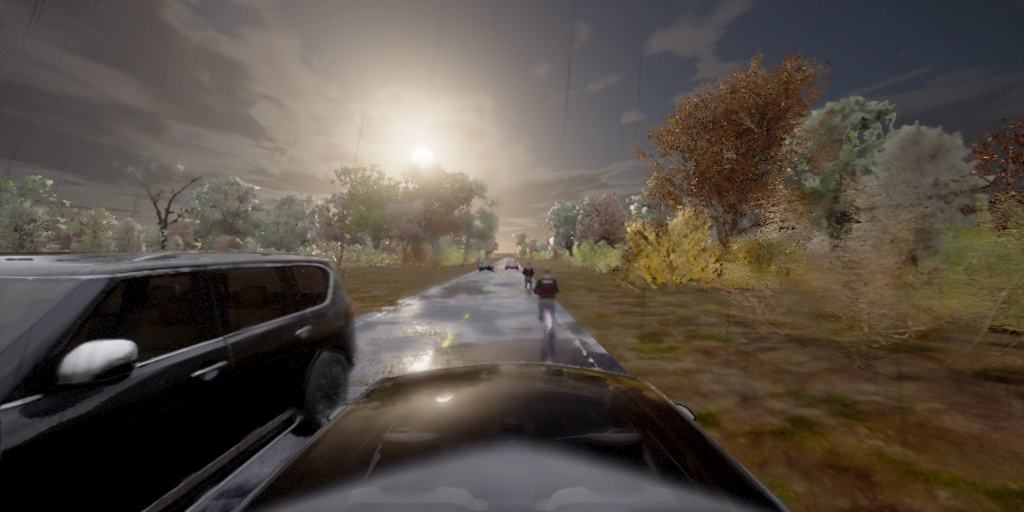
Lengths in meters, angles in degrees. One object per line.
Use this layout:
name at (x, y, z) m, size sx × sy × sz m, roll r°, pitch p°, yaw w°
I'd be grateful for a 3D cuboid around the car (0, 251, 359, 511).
car at (-3.099, 0.973, 2.551) m, size 2.150 × 2.045 × 5.566 m, roll 0°, pitch 0°, yaw 0°

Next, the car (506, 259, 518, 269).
car at (0.003, 1.376, 56.206) m, size 1.994 × 1.385 × 4.181 m, roll 0°, pitch 0°, yaw 0°

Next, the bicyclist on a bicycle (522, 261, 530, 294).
bicyclist on a bicycle at (0.800, 1.145, 17.539) m, size 0.659 × 1.776 × 1.843 m, roll 0°, pitch 0°, yaw 0°

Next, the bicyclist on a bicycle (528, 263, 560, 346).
bicyclist on a bicycle at (0.816, 1.132, 8.539) m, size 0.659 × 1.776 × 1.843 m, roll 0°, pitch 0°, yaw 0°

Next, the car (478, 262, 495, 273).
car at (-3.163, 1.406, 44.989) m, size 1.895 × 1.301 × 4.718 m, roll 0°, pitch 0°, yaw 0°
